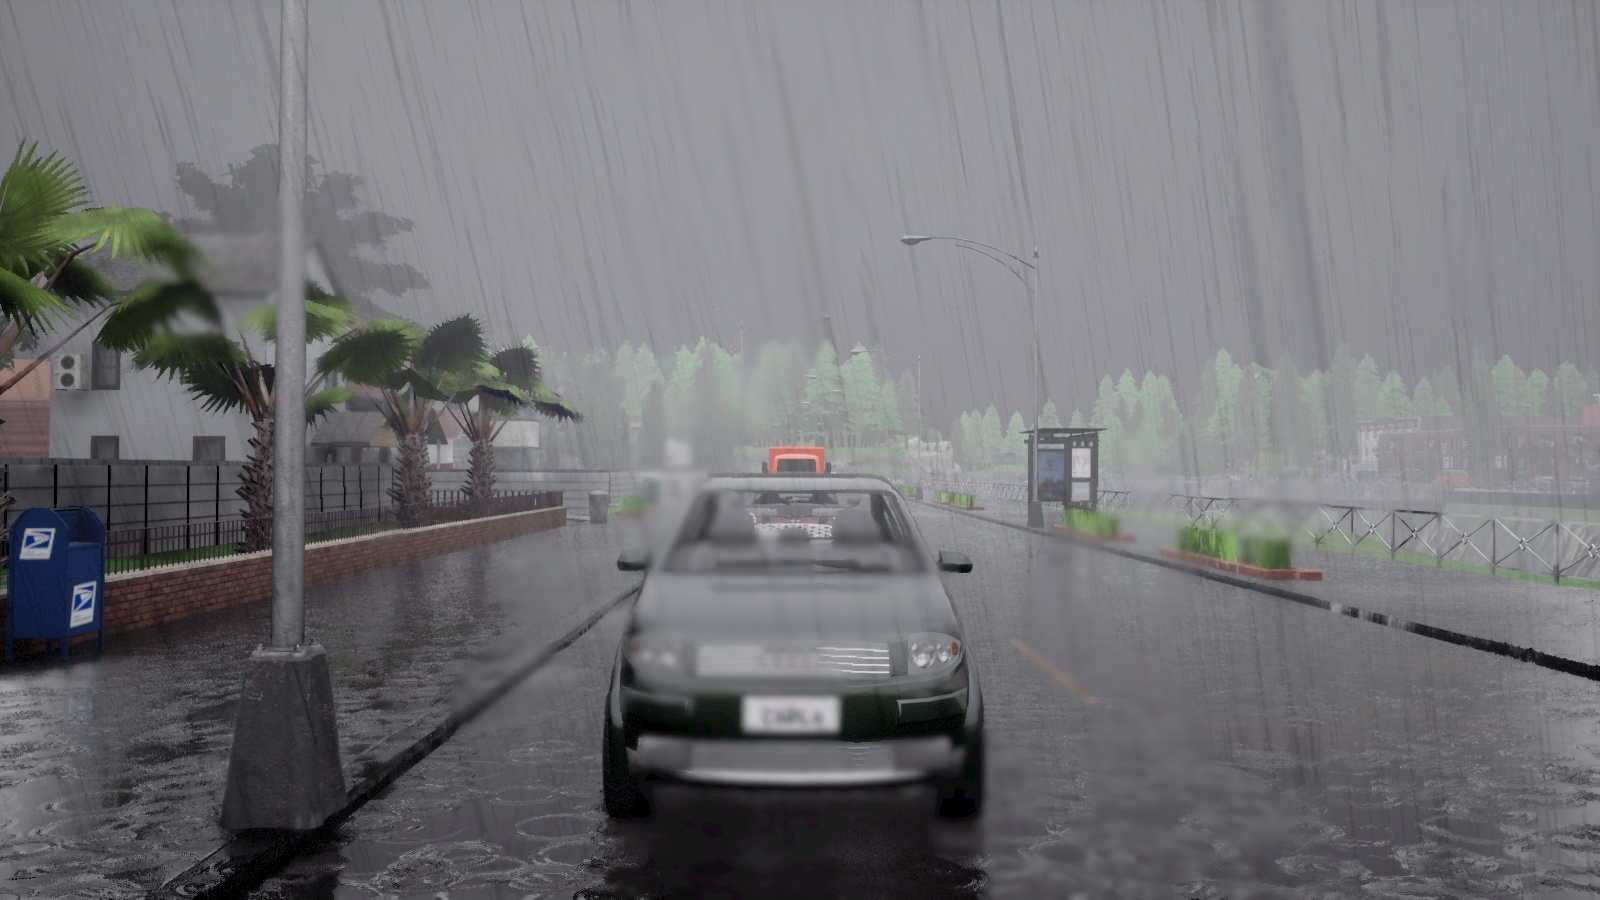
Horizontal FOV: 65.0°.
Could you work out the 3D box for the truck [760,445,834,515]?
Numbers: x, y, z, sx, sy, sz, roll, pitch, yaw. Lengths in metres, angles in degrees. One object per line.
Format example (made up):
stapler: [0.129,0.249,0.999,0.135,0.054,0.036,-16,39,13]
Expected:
truck: [-0.122,1.119,47.229,2.627,2.467,5.204,0,-1,0]

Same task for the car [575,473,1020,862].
car: [-0.019,0.909,6.911,1.789,1.549,3.705,0,-1,0]
